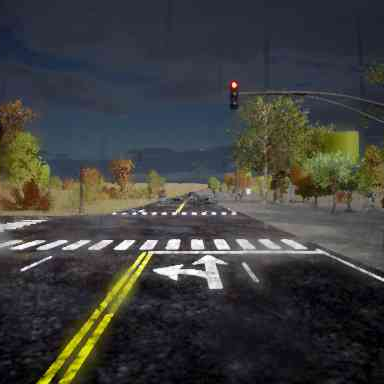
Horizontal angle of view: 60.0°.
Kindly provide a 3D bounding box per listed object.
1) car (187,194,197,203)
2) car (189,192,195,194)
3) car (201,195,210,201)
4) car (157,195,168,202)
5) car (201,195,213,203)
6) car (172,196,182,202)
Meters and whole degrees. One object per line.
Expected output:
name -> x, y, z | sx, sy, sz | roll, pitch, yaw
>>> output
car -> 0.000, 1.623, 66.572 | 1.895, 1.301, 4.718 | 0, 0, 0
car -> 0.000, 1.110, 81.574 | 2.150, 2.045, 5.566 | 0, 0, 0
car -> 3.250, 1.457, 82.378 | 2.033, 1.411, 5.357 | 0, 0, 0
car -> -6.500, 1.345, 72.862 | 2.097, 1.767, 4.553 | 0, 0, 0
car -> 3.239, 1.493, 66.539 | 2.128, 1.511, 4.902 | -1, 0, 0
car -> -3.250, 1.585, 72.801 | 1.895, 1.301, 4.718 | 0, 0, 0
